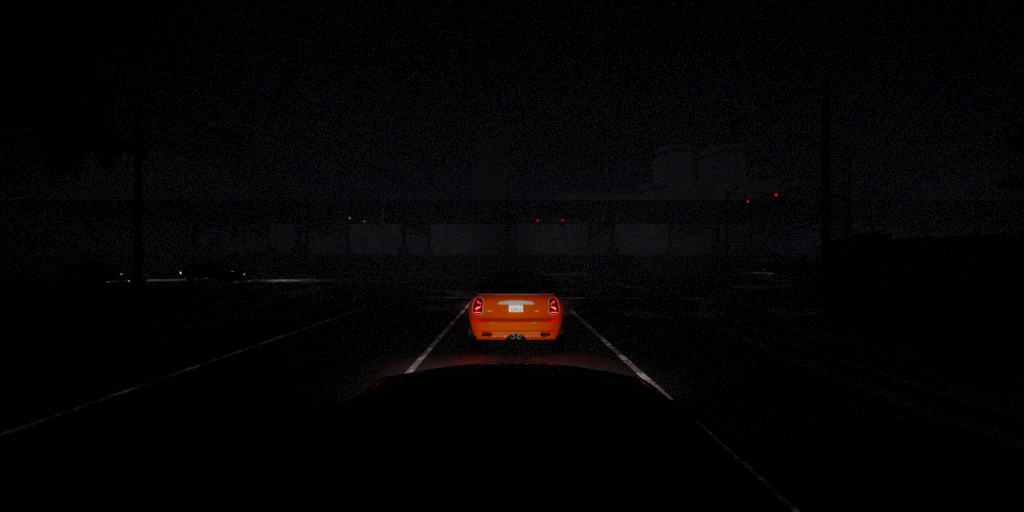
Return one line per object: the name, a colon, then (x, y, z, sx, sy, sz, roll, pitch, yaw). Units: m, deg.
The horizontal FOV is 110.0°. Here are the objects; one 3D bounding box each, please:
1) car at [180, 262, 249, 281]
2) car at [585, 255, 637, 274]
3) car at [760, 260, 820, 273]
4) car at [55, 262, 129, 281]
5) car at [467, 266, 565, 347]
car: (-24.460, 1.242, 29.537, 4.902, 1.511, 2.128, 0, 0, 1)
car: (10.836, 0.935, 39.346, 5.566, 2.045, 2.150, 0, 0, 1)
car: (30.087, 1.085, 38.863, 5.357, 1.411, 2.033, -1, 0, 1)
car: (-34.853, 1.242, 29.842, 4.902, 1.511, 2.128, 0, 0, 2)
car: (0.081, 1.103, 9.502, 2.097, 1.767, 4.553, 0, 0, 0)
